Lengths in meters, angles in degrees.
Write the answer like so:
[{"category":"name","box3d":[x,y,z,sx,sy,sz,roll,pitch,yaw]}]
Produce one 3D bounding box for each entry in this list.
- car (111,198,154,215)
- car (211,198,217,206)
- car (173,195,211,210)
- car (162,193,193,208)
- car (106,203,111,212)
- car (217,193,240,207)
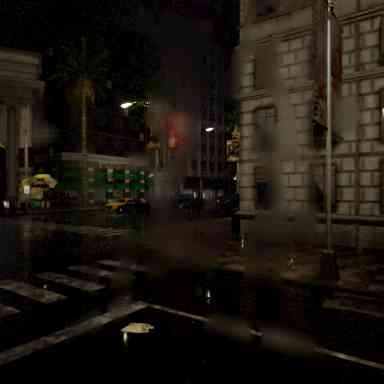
[{"category":"car","box3d":[-5.876,1.552,34.422,1.994,1.385,4.181,0,0,36]},{"category":"car","box3d":[4.932,1.339,53.619,4.553,1.767,2.097,0,0,-43]},{"category":"car","box3d":[0.032,1.514,42.449,1.812,1.442,4.674,0,0,37]},{"category":"car","box3d":[-1.753,1.208,45.928,2.150,2.045,5.566,0,0,37]},{"category":"car","box3d":[-7.556,1.464,38.051,1.882,1.535,5.008,0,0,37]},{"category":"car","box3d":[6.818,1.210,50.693,5.566,2.045,2.150,0,0,-45]}]
